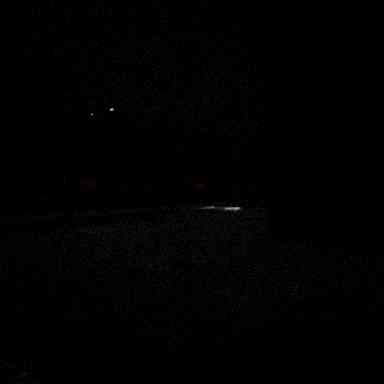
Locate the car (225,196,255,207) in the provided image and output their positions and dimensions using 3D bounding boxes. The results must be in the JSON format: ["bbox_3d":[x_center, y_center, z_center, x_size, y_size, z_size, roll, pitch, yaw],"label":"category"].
[{"bbox_3d":[6.284,1.203,43.057,2.033,1.411,5.357,-2,-1,36],"label":"car"}]
